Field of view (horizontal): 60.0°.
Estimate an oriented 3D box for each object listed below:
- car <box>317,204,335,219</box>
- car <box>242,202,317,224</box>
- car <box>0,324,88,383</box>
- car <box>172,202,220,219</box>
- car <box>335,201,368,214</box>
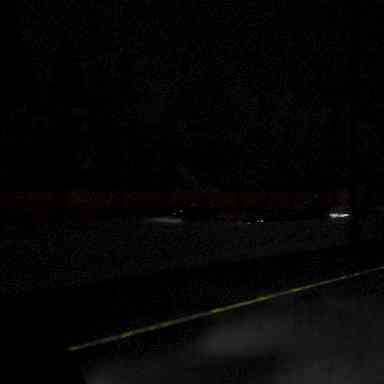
[{"bbox_3d":[9.280,1.593,27.446,5.008,1.535,1.882,1,0,-34],"label":"car"},{"bbox_3d":[5.238,1.586,20.458,4.892,1.490,1.837,0,0,-34],"label":"car"},{"bbox_3d":[-2.907,1.598,1.665,4.718,1.301,1.895,0,0,-36],"label":"car"},{"bbox_3d":[0.398,1.622,29.870,4.674,1.442,1.812,0,0,-34],"label":"car"},{"bbox_3d":[18.096,1.700,37.670,4.674,1.442,1.812,1,0,-34],"label":"car"}]
